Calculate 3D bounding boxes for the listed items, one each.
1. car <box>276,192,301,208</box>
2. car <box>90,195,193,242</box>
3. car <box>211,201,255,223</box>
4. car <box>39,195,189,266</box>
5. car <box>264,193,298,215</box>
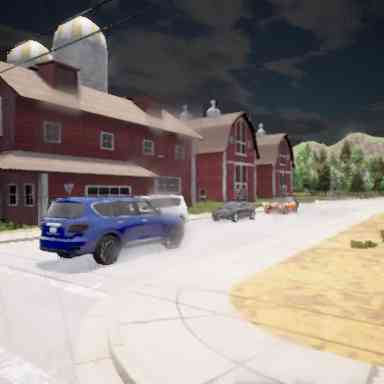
[{"bbox_3d":[13.882,1.106,48.284,1.905,1.878,3.866,6,1,-8],"label":"car"},{"bbox_3d":[-2.404,1.185,17.569,2.150,2.045,5.566,0,0,35],"label":"car"},{"bbox_3d":[3.290,1.469,25.792,1.837,1.490,4.892,0,0,35],"label":"car"},{"bbox_3d":[-2.527,1.186,11.841,2.150,2.045,5.566,-1,-1,33],"label":"car"},{"bbox_3d":[9.160,1.316,34.252,2.097,1.767,4.553,0,0,35],"label":"car"}]
